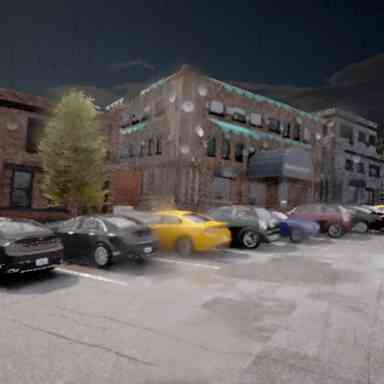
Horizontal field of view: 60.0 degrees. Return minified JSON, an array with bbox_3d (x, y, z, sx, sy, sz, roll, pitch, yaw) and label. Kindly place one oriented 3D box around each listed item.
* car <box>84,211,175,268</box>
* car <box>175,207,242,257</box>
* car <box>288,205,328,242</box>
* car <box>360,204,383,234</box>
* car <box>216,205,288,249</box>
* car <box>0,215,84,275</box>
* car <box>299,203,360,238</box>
[{"bbox_3d":[-3.292,1.482,11.240,4.892,1.521,2.231,-1,-1,34],"label":"car"},{"bbox_3d":[-0.908,1.487,12.956,5.008,1.535,2.097,-1,-1,34],"label":"car"},{"bbox_3d":[3.860,1.547,16.387,4.674,1.452,2.002,-1,-1,34],"label":"car"},{"bbox_3d":[8.638,1.548,19.787,5.008,1.535,2.097,-1,-1,35],"label":"car"},{"bbox_3d":[1.495,1.369,14.653,4.553,1.767,2.185,-1,-1,34],"label":"car"},{"bbox_3d":[-5.674,1.476,9.529,4.892,1.521,2.231,-1,-1,34],"label":"car"},{"bbox_3d":[6.266,1.399,18.067,4.553,1.767,2.185,-1,-1,35],"label":"car"}]
